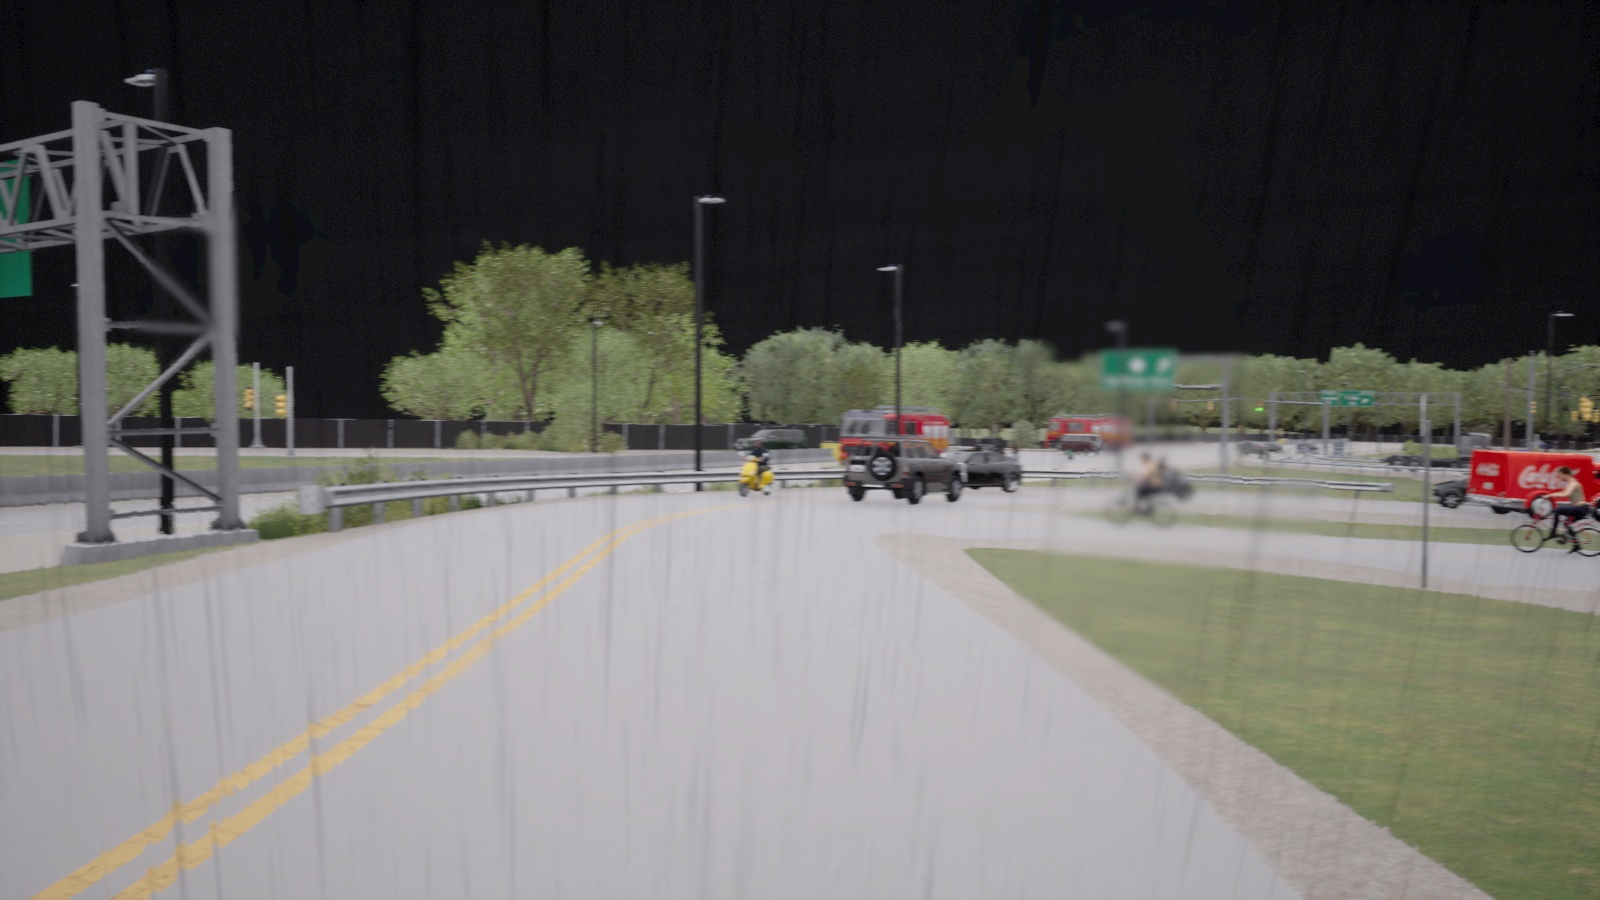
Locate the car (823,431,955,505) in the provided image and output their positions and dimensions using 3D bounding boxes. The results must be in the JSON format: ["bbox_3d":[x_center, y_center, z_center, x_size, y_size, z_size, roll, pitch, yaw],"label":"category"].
[{"bbox_3d":[2.528,0.466,34.508,1.932,1.855,4.605,1,0,27],"label":"car"}]

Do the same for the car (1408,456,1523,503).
[{"bbox_3d":[26.339,1.134,49.853,3.705,1.549,1.789,3,3,18],"label":"car"}]

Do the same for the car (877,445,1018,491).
[{"bbox_3d":[5.220,0.615,44.130,4.792,1.488,2.163,1,1,-39],"label":"car"}]

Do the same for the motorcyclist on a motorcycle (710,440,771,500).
[{"bbox_3d":[-1.628,0.537,34.548,0.866,1.590,1.817,1,1,26],"label":"motorcyclist on a motorcycle"}]

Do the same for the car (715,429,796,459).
[{"bbox_3d":[-3.167,-0.425,89.646,5.566,2.045,2.150,-1,2,-38],"label":"car"}]

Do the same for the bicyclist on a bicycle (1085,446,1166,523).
[{"bbox_3d":[7.019,0.722,27.060,1.509,1.612,0.866,1,0,28],"label":"bicyclist on a bicycle"}]

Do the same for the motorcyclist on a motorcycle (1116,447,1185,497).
[{"bbox_3d":[12.333,0.776,44.182,2.350,1.649,0.766,2,2,-26],"label":"motorcyclist on a motorcycle"}]

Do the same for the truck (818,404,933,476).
[{"bbox_3d":[4.388,-0.647,70.953,2.891,3.827,8.468,1,2,31],"label":"truck"}]

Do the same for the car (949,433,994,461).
[{"bbox_3d":[12.511,-0.246,91.526,1.905,1.878,3.866,1,2,31],"label":"car"}]

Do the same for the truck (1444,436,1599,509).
[{"bbox_3d":[27.485,0.834,47.115,5.204,2.467,2.627,2,2,-5],"label":"truck"}]

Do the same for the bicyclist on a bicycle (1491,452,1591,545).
[{"bbox_3d":[13.477,0.853,22.854,1.509,1.612,0.866,1,0,33],"label":"bicyclist on a bicycle"}]
